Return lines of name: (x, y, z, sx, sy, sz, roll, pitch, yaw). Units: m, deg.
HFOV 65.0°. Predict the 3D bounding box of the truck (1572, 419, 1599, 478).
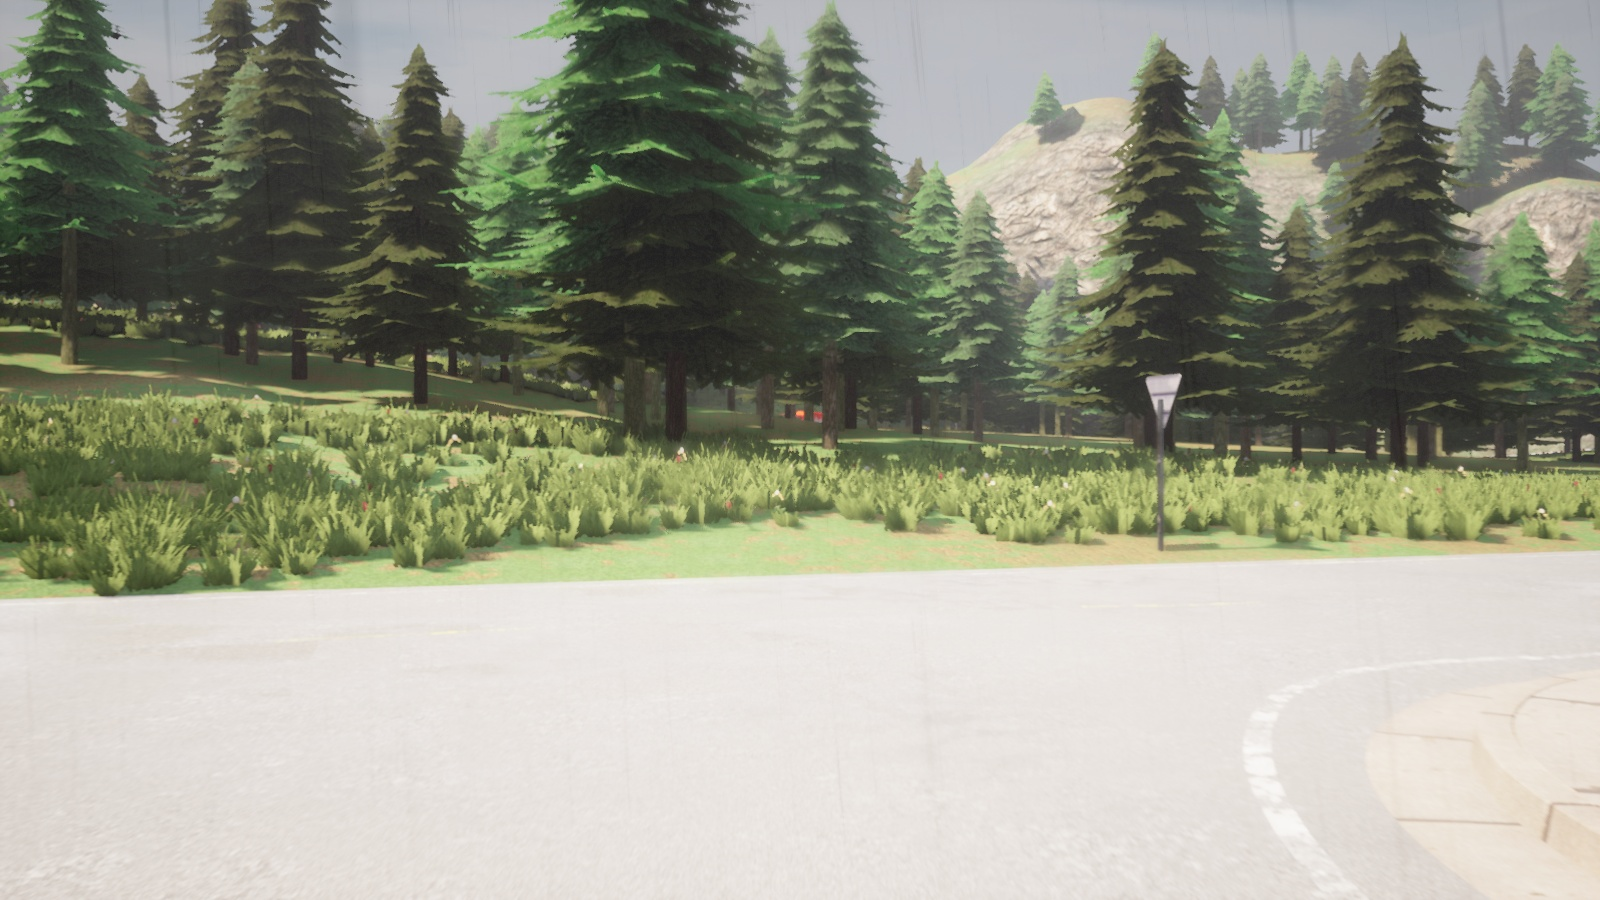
truck: (49.612, -0.086, 73.209, 2.891, 3.462, 7.936, 0, 0, -16)
